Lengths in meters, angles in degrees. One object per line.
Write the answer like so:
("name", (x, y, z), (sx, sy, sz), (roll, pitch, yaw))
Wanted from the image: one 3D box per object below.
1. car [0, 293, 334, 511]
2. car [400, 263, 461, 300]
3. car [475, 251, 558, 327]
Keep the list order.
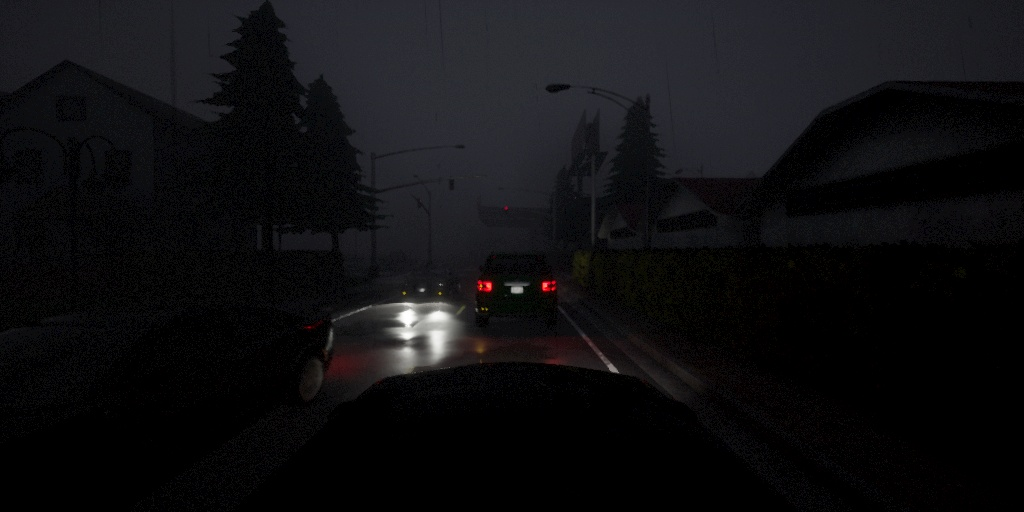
("car", (-3.596, 1.210, 3.324), (1.882, 1.535, 5.008), (0, 1, 0))
("car", (-3.559, 1.157, 16.309), (1.994, 1.385, 4.181), (0, 1, 1))
("car", (0.102, 0.870, 11.239), (2.150, 2.045, 5.566), (0, 1, 0))
